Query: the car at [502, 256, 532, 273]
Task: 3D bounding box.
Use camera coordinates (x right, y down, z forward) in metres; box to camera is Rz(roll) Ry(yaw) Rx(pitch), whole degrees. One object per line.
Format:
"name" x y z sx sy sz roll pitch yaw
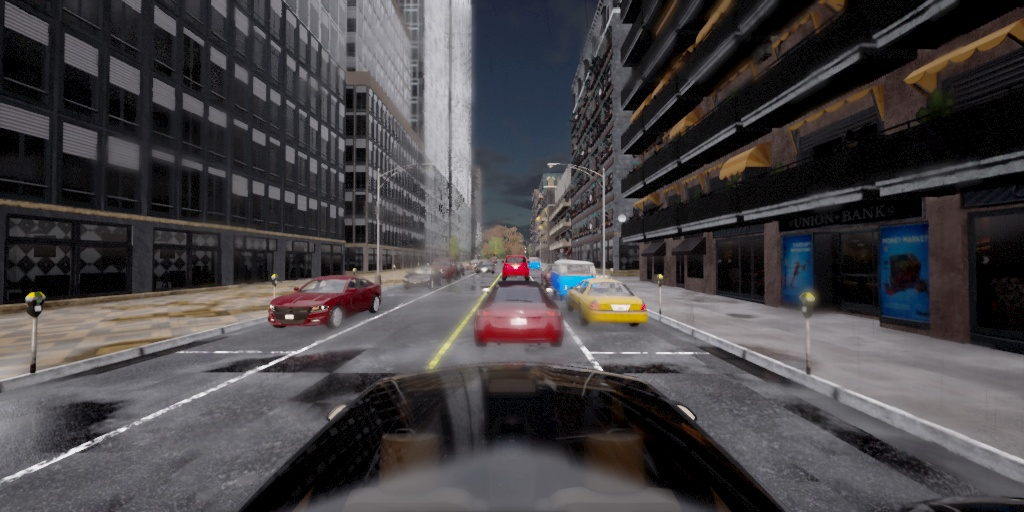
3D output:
"car" 0.318 0.979 30.070 2.150 2.045 5.566 0 0 1

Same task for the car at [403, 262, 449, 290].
"car" -5.527 1.306 22.625 2.007 1.370 4.403 0 0 0

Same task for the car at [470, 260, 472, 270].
"car" -5.305 1.204 50.911 1.967 1.591 4.097 0 0 0

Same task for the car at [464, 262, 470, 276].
"car" -5.438 1.325 33.939 1.948 1.339 4.313 0 0 0

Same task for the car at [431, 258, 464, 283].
"car" -5.483 1.072 28.282 2.192 1.841 5.009 0 0 0

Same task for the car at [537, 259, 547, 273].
"car" 2.853 1.195 22.566 1.967 1.591 4.097 0 0 0

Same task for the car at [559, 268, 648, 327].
"car" 2.766 1.278 11.422 1.751 1.417 4.829 0 0 0

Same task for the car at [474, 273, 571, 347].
"car" 0.157 1.316 9.319 1.994 1.385 4.181 0 0 0

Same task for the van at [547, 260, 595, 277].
"van" 2.809 1.095 16.909 1.690 1.789 3.998 0 0 0

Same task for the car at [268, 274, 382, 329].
"car" -5.616 1.297 11.311 1.888 1.381 4.507 0 0 0

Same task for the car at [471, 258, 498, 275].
"car" -2.783 1.252 38.704 2.128 1.511 4.902 0 0 1

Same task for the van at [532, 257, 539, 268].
"van" 3.076 1.105 50.852 1.690 1.789 3.998 0 0 0
